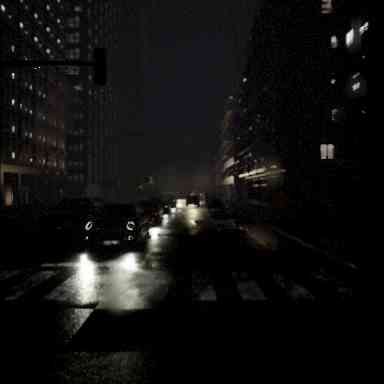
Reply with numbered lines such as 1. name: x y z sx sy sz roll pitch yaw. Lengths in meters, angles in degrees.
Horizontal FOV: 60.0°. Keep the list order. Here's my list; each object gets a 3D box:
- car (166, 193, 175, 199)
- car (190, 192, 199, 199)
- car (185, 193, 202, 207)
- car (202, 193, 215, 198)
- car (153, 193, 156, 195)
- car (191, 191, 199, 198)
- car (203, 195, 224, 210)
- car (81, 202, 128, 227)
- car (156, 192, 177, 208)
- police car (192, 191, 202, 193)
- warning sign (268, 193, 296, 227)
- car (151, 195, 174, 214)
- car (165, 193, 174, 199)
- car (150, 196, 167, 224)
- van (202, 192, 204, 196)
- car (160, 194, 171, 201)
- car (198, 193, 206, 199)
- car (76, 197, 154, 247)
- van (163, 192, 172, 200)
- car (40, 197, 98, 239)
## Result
1. car: -5.680 1.048 88.485 1.947 1.339 4.313 0 0 0
2. car: 0.669 0.827 88.777 2.097 1.767 4.553 0 0 0
3. car: 0.107 1.216 45.627 1.837 1.490 4.892 0 0 0
4. car: 2.695 1.243 44.471 1.752 1.417 4.829 0 0 0
5. car: -5.685 1.253 49.826 1.947 1.339 4.313 0 0 0
6. car: 0.914 0.676 94.842 2.150 2.045 5.566 0 0 0
7. car: 2.694 1.318 38.778 1.947 1.339 4.313 0 0 0
8. car: -5.689 1.421 22.212 1.947 1.339 4.313 0 0 0
9. car: -3.034 1.080 42.754 2.097 1.767 4.553 0 0 0
10. police car: 0.912 0.956 78.922 1.930 1.638 5.238 0 0 0
11. warning sign: 5.071 0.992 18.809 1.300 1.860 1.060 0 0 0
12. car: -3.089 1.314 32.825 1.812 1.442 4.674 0 0 1
13. car: -5.681 1.054 82.962 1.887 1.381 4.507 0 0 0
14. car: -3.092 1.325 23.516 1.882 1.535 5.008 0 0 0
15. van: 2.695 1.028 49.823 1.690 1.788 3.998 0 0 0
16. car: -5.682 1.118 71.917 2.008 1.369 4.403 0 0 0
17. car: 2.701 1.033 88.483 2.008 1.369 4.403 0 0 0
18. car: -3.098 1.257 14.425 2.097 1.767 4.553 0 0 0
19. van: -5.682 0.879 77.438 1.690 1.788 3.998 0 0 0
20. car: -5.690 1.205 16.687 2.192 1.841 5.009 0 0 0
